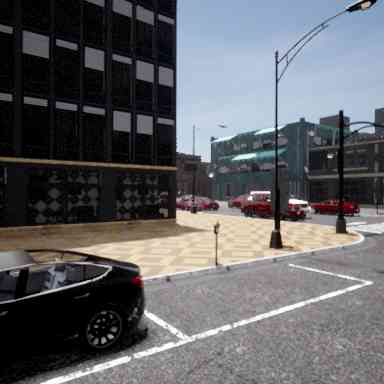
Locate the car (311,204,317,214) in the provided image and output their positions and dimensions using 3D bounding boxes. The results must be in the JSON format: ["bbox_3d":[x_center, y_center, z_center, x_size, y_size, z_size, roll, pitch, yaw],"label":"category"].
[{"bbox_3d":[7.005,0.995,27.481,2.150,2.045,5.566,0,1,-36],"label":"car"}]

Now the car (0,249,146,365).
[{"bbox_3d":[-2.731,1.566,4.606,4.313,1.339,1.947,0,0,-35],"label":"car"}]

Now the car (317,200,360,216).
[{"bbox_3d":[12.557,1.363,29.714,1.887,1.381,4.507,1,0,-36],"label":"car"}]

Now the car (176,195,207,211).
[{"bbox_3d":[-0.762,1.225,33.701,1.802,1.307,4.206,1,0,-36],"label":"car"}]

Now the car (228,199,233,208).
[{"bbox_3d":[5.997,1.122,38.658,1.967,1.590,4.097,1,0,-36],"label":"car"}]

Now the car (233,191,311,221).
[{"bbox_3d":[5.805,1.095,24.757,2.192,1.841,5.009,1,0,-36],"label":"car"}]

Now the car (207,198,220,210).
[{"bbox_3d":[1.052,1.213,35.595,1.994,1.385,4.181,0,1,-36],"label":"car"}]

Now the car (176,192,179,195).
[{"bbox_3d":[-0.565,1.093,47.601,2.008,1.369,4.403,1,0,-36],"label":"car"}]
